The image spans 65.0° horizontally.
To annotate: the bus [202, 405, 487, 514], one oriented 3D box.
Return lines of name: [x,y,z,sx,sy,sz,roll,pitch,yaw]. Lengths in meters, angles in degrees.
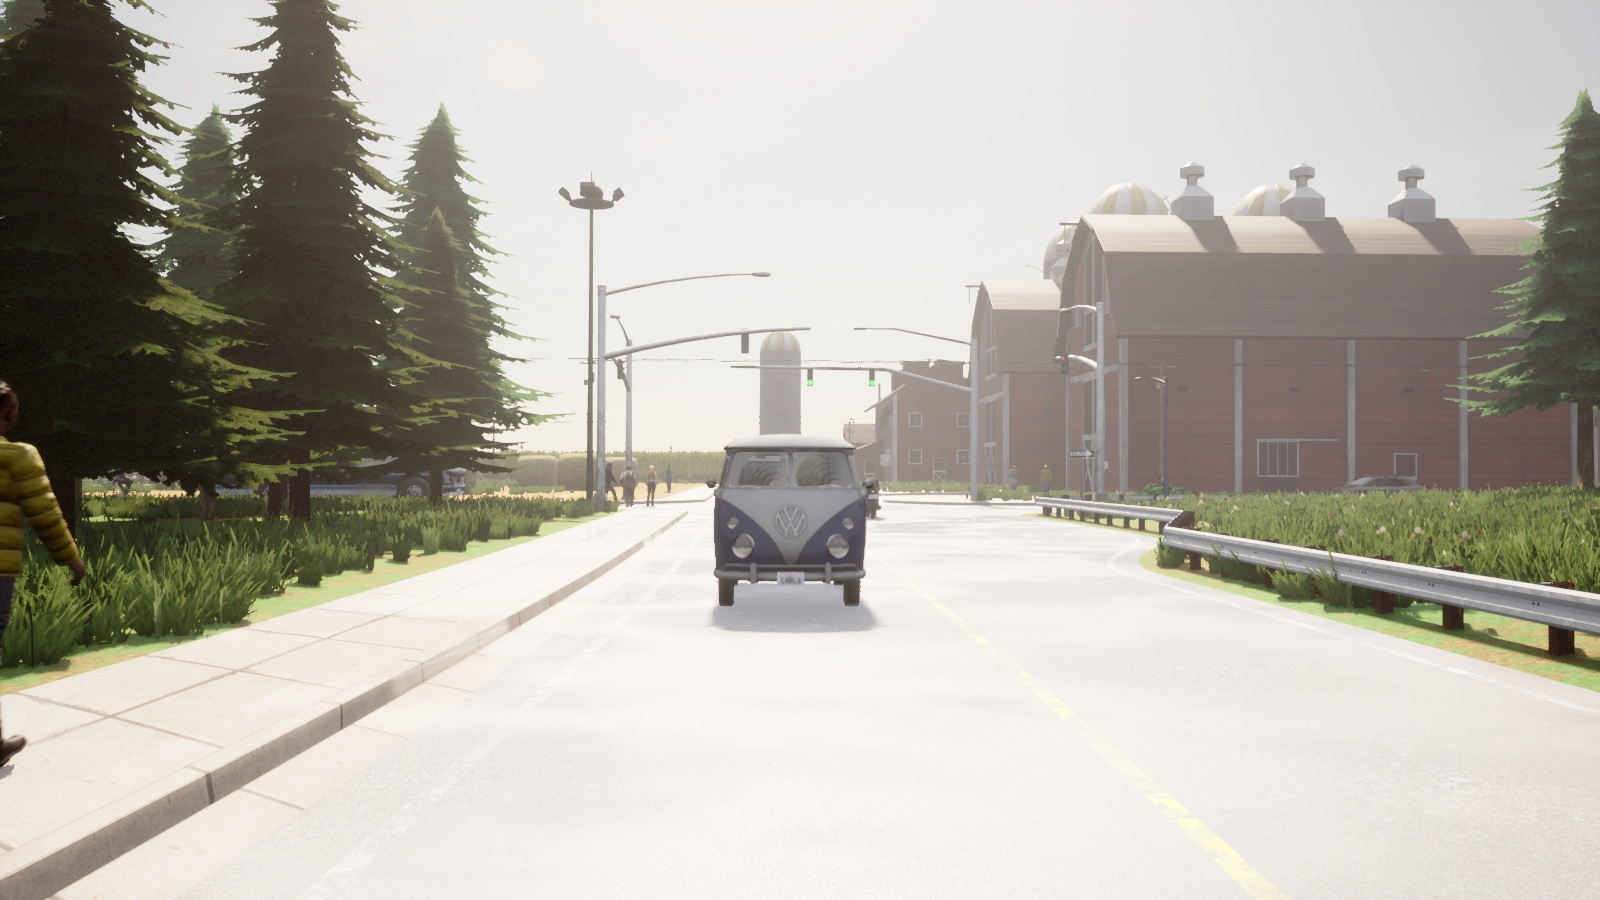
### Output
bus: [-18.437,0.402,51.531,10.273,4.253,3.944,0,-1,-1]

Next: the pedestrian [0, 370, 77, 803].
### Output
pedestrian: [-3.617,0.584,5.533,0.431,1.840,0.709,0,-1,2]

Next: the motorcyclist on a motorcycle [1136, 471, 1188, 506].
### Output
motorcyclist on a motorcycle: [16.080,1.694,55.812,2.044,1.523,0.797,0,-1,-1]

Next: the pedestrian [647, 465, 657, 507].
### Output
pedestrian: [-6.534,1.580,55.407,0.345,1.836,0.594,0,-1,1]

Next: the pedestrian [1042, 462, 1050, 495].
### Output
pedestrian: [13.418,1.551,68.544,0.354,1.836,0.706,0,-1,16]

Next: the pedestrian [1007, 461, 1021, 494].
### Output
pedestrian: [12.822,1.664,75.151,0.659,1.952,0.873,0,-1,-2]

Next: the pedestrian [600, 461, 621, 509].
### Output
pedestrian: [-7.272,1.332,48.219,0.726,1.842,0.402,0,-1,-23]

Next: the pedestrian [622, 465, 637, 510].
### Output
pedestrian: [-6.929,1.518,51.093,0.540,1.848,0.694,0,-1,0]

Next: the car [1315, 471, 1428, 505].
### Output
car: [25.478,1.692,56.030,4.193,1.474,1.816,0,-1,-1]

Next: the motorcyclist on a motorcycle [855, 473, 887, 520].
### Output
motorcyclist on a motorcycle: [2.364,1.546,42.127,0.866,1.530,2.191,0,-1,-2]

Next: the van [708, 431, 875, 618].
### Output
van: [-0.144,0.830,15.639,1.775,1.987,4.442,0,-1,-1]

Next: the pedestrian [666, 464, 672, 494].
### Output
pedestrian: [-8.310,1.835,79.656,0.396,1.930,0.692,0,-1,-3]
